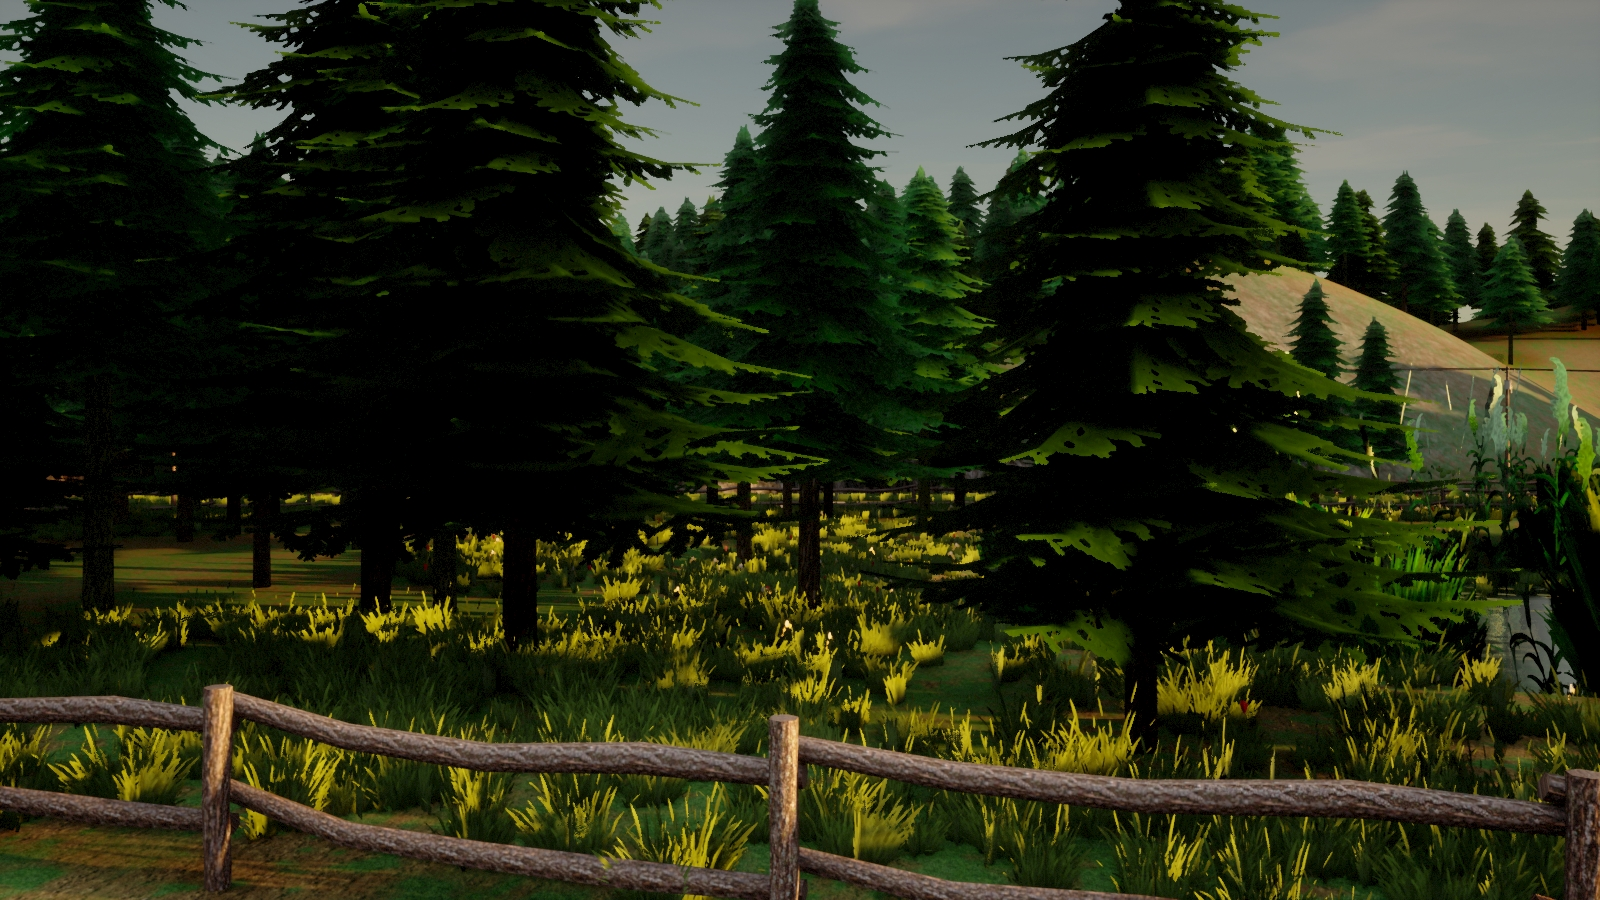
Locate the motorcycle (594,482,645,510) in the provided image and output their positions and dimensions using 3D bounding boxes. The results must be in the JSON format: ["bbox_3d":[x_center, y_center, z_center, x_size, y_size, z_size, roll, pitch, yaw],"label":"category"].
[{"bbox_3d":[-8.536,2.178,54.108,2.209,1.251,0.867,0,0,14],"label":"motorcycle"}]
